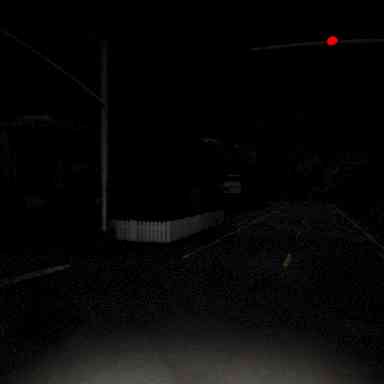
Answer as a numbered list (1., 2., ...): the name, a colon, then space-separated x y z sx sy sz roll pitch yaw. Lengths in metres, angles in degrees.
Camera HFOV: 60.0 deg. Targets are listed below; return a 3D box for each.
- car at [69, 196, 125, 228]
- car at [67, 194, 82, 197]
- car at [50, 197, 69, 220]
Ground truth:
1. car: -6.142 1.364 22.700 1.905 1.878 3.866 0 0 20
2. car: -28.489 1.239 75.925 5.027 1.636 2.152 0 0 20
3. car: -9.993 1.516 28.703 2.242 1.667 4.611 0 0 20
